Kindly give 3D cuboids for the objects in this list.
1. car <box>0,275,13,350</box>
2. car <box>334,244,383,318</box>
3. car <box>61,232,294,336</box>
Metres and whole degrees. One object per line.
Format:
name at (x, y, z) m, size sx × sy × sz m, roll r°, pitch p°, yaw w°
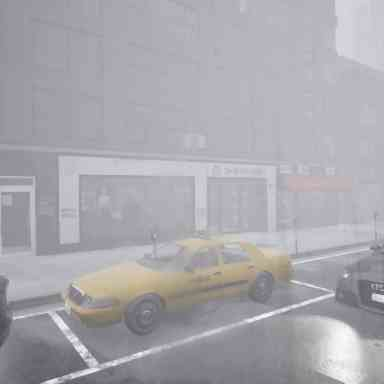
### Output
car at (-4.352, 1.566, 3.561) m, size 4.313 × 1.339 × 1.947 m, roll 0°, pitch -1°, yaw -35°
car at (4.718, 1.563, 6.607) m, size 4.181 × 1.385 × 1.994 m, roll 0°, pitch 0°, yaw -35°
car at (-0.003, 1.525, 6.653) m, size 4.829 × 1.417 × 1.752 m, roll 0°, pitch -1°, yaw -35°
